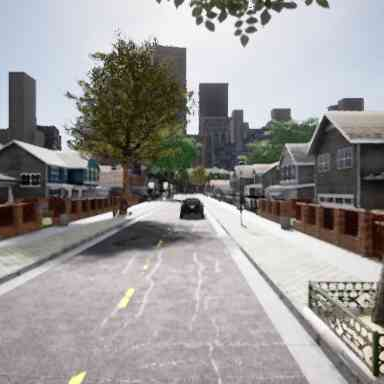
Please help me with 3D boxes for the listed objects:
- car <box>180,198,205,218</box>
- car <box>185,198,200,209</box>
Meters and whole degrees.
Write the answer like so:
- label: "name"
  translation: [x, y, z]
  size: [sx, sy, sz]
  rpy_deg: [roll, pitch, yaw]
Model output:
- label: "car"
  translation: [0.027, 1.271, 29.541]
  size: [2.097, 1.767, 4.553]
  rpy_deg: [0, 0, 1]
- label: "car"
  translation: [0.079, 1.481, 44.821]
  size: [1.895, 1.301, 4.718]
  rpy_deg: [0, 0, 1]
